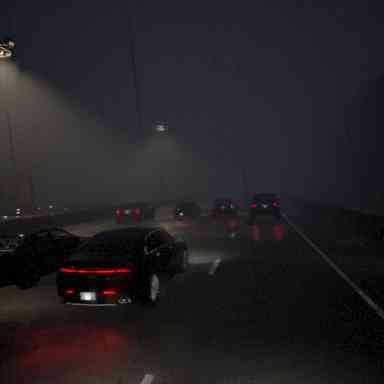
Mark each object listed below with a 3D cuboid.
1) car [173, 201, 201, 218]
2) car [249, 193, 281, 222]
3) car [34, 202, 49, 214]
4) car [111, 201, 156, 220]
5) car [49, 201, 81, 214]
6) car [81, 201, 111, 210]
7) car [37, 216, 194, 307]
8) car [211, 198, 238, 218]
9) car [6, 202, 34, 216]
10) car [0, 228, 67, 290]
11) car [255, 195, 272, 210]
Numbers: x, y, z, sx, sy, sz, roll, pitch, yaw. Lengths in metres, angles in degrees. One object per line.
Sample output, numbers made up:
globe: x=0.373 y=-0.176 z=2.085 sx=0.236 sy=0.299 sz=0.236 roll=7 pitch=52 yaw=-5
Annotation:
car: x=-0.431 y=1.627 z=30.921 sx=1.837 sy=1.490 sz=4.892 roll=-2 pitch=0 yaw=11
car: x=5.693 y=1.133 z=25.993 sx=2.150 sy=2.045 sz=5.566 roll=-2 pitch=-1 yaw=12
car: x=-19.020 y=2.050 z=45.878 sx=2.097 sy=1.767 sz=4.553 roll=-2 pitch=1 yaw=12
car: x=-4.599 y=1.617 z=27.947 sx=2.097 sy=1.767 sz=4.553 roll=-2 pitch=0 yaw=11
car: x=-15.945 y=2.085 z=43.437 sx=1.882 sy=1.535 sz=5.008 roll=-2 pitch=0 yaw=12
car: x=-12.236 y=1.982 z=44.110 sx=1.837 sy=1.490 sz=4.892 roll=-2 pitch=0 yaw=12
car: x=-1.392 y=1.613 z=8.322 sx=1.837 sy=1.490 sz=4.892 roll=-2 pitch=0 yaw=11
car: x=3.052 y=1.357 z=30.529 sx=2.097 sy=1.767 sz=4.553 roll=-2 pitch=0 yaw=11
car: x=-22.785 y=2.188 z=44.930 sx=2.097 sy=1.767 sz=4.553 roll=-2 pitch=0 yaw=12
car: x=-4.653 y=1.770 z=9.844 sx=2.033 sy=1.411 sz=5.357 roll=-2 pitch=0 yaw=11
car: x=8.725 y=1.244 z=41.021 sx=1.882 sy=1.535 sz=5.008 roll=-2 pitch=1 yaw=11
